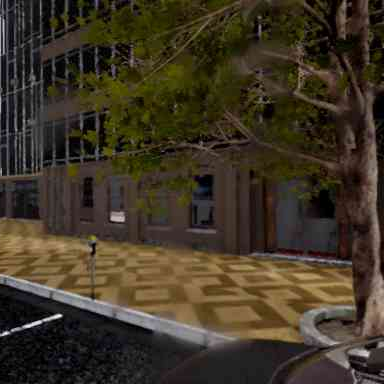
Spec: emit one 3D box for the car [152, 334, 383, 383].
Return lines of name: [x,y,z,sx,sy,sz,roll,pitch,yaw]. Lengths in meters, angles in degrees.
car: [1.581,1.547,1.749,4.403,1.369,2.008,-1,0,35]
